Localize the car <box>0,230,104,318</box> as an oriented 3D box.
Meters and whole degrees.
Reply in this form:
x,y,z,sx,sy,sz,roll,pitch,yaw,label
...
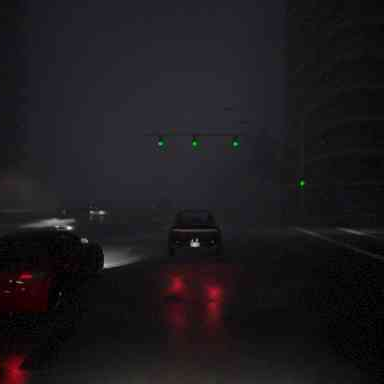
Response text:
x,y,z,sx,sy,sz,roll,pitch,yaw,label
-3.404,1.539,7.464,1.994,1.385,4.181,0,0,0,car

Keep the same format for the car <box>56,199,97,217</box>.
x,y,z,sx,sy,sz,roll,pitch,yaw,label
-10.579,1.390,29.959,2.128,1.511,4.902,0,0,0,car

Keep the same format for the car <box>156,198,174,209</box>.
x,y,z,sx,sy,sz,roll,pitch,yaw,label
-3.411,1.420,42.246,1.994,1.385,4.181,0,0,0,car

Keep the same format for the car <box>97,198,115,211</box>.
x,y,z,sx,sy,sz,roll,pitch,yaw,label
-10.563,1.413,39.701,2.033,1.411,5.357,0,0,0,car

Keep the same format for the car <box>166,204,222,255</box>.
x,y,z,sx,sy,sz,roll,pitch,yaw,label
0.098,1.447,13.025,2.128,1.511,4.902,0,0,0,car
